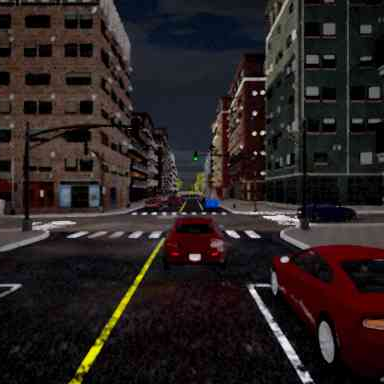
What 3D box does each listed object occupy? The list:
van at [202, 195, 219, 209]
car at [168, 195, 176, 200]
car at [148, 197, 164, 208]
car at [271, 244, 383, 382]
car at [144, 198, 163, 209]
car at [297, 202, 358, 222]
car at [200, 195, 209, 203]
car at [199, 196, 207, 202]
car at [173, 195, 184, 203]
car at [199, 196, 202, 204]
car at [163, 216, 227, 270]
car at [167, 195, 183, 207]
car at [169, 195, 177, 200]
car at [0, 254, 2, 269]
[{"bbox_3d":[2.578,1.324,43.616,1.690,1.788,3.998,0,0,0],"label":"van"},{"bbox_3d":[-5.255,1.524,88.507,1.802,1.307,4.206,0,0,0],"label":"car"},{"bbox_3d":[-5.268,1.524,49.368,1.887,1.381,4.507,0,0,0],"label":"car"},{"bbox_3d":[2.566,1.543,5.573,1.887,1.381,4.507,0,0,0],"label":"car"},{"bbox_3d":[-5.269,1.564,43.780,1.802,1.307,4.206,0,0,0],"label":"car"},{"bbox_3d":[9.947,1.429,24.557,4.181,1.385,1.994,-1,0,-4],"label":"car"},{"bbox_3d":[2.587,1.486,71.788,1.752,1.417,4.829,0,0,0],"label":"car"},{"bbox_3d":[2.589,1.537,77.219,1.802,1.307,4.206,0,0,0],"label":"car"},{"bbox_3d":[-2.734,1.475,67.582,2.128,1.511,4.902,0,0,0],"label":"car"},{"bbox_3d":[2.583,1.537,60.418,1.947,1.339,4.313,0,0,0],"label":"car"},{"bbox_3d":[0.089,1.523,10.926,1.812,1.442,4.674,0,0,0],"label":"car"},{"bbox_3d":[-2.806,1.454,52.101,1.882,1.535,5.008,0,0,0],"label":"car"},{"bbox_3d":[-5.253,1.501,94.107,1.947,1.339,4.313,0,0,0],"label":"car"},{"bbox_3d":[-5.315,1.314,5.575,2.192,1.841,5.009,0,0,0],"label":"car"}]
